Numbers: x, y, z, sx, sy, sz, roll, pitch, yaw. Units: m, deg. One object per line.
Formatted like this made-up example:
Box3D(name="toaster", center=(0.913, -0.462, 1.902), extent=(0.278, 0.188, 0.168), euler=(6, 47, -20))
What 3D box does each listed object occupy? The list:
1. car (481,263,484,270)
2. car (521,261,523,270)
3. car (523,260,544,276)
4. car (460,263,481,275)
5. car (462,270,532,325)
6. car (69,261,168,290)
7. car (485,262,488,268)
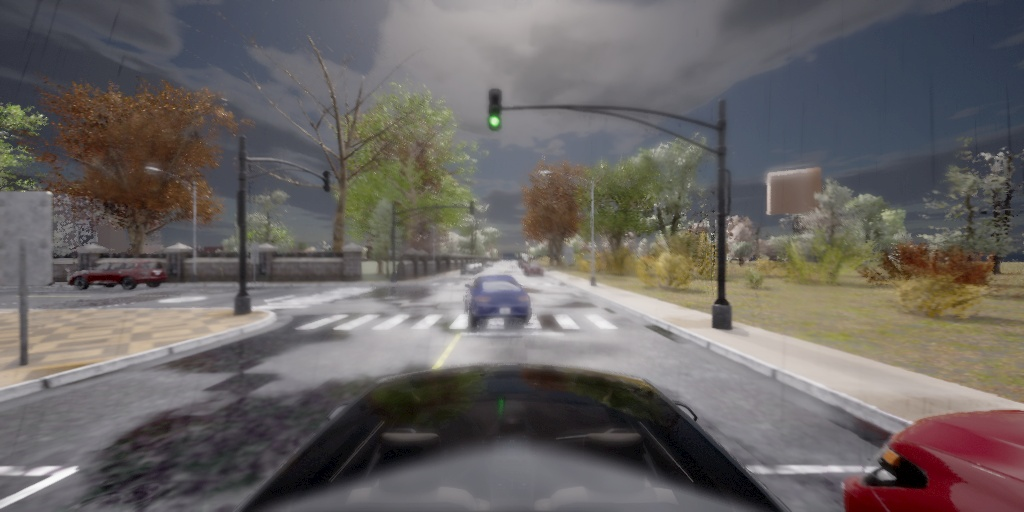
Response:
Box3D(name="car", center=(-5.322, 1.721, 50.282), extent=(1.948, 1.339, 4.313), euler=(0, 0, 0))
Box3D(name="car", center=(2.558, 1.701, 50.280), extent=(1.888, 1.381, 4.507), euler=(0, 0, 0))
Box3D(name="car", center=(2.615, 1.523, 41.580), extent=(1.967, 1.591, 4.097), euler=(0, 0, 0))
Box3D(name="car", center=(-5.324, 1.674, 44.595), extent=(1.948, 1.339, 4.313), euler=(0, 0, 0))
Box3D(name="car", center=(-0.596, 1.363, 12.160), extent=(1.812, 1.442, 4.674), euler=(0, 0, -10))
Box3D(name="car", center=(-25.676, 1.240, 23.576), extent=(5.009, 1.841, 2.192), euler=(0, 0, -1))
Box3D(name="car", center=(-5.323, 1.769, 55.970), extent=(1.948, 1.339, 4.313), euler=(0, 0, 0))
